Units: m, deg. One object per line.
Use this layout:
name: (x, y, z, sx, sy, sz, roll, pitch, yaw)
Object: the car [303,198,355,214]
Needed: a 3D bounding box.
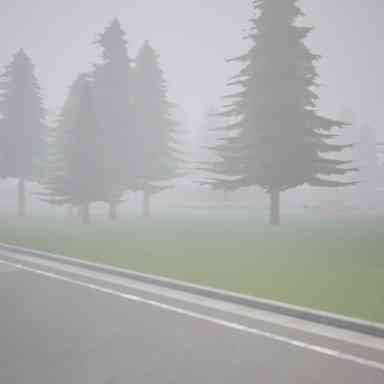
car: (13.838, 1.376, 33.792, 5.008, 1.535, 1.882, 1, 0, -2)
